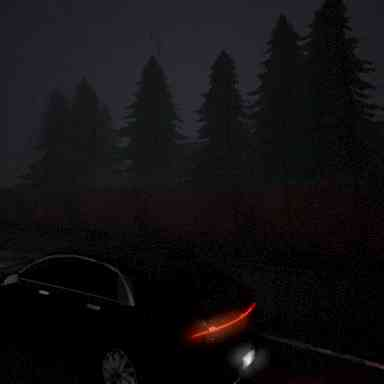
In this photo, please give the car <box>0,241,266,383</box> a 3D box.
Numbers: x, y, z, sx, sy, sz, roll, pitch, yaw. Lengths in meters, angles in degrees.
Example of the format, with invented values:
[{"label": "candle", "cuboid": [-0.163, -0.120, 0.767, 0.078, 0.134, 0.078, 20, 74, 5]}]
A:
[{"label": "car", "cuboid": [-1.359, 1.506, 4.961, 4.892, 1.490, 1.837, 1, 0, 36]}]
